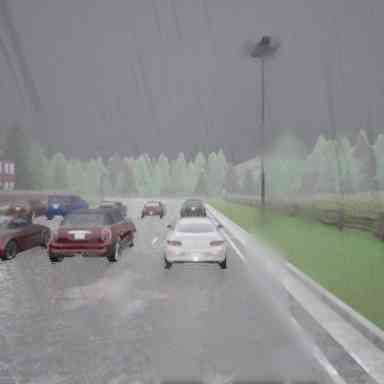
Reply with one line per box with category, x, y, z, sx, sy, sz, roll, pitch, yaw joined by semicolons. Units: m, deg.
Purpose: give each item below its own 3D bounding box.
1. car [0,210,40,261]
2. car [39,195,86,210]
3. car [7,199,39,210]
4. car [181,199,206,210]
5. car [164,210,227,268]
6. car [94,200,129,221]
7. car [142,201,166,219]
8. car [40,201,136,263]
car;-6.898;1.580;12.395;1.994;1.385;4.181;0;0;0
car;-10.394;1.257;28.048;2.150;2.045;5.566;0;0;0
car;-13.894;1.389;28.641;2.097;1.767;4.553;0;0;0
car;0.106;1.388;28.641;2.097;1.767;4.553;0;0;0
car;0.103;1.540;11.205;1.812;1.442;4.674;0;0;0
car;-6.894;1.542;28.968;1.837;1.490;4.892;0;0;0
car;-3.394;1.563;29.947;1.812;1.442;4.674;0;0;0
car;-3.397;1.368;12.190;2.097;1.767;4.553;0;0;0
